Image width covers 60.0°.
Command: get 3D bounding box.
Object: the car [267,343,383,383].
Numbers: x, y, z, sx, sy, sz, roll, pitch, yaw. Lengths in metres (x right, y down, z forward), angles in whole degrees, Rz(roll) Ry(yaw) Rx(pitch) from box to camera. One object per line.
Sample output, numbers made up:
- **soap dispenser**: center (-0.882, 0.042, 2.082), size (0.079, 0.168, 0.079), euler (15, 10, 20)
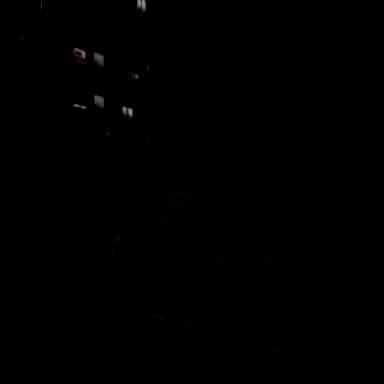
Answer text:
- **car**: center (2.082, 1.438, 1.391), size (4.097, 1.590, 1.967), euler (0, 0, 36)
